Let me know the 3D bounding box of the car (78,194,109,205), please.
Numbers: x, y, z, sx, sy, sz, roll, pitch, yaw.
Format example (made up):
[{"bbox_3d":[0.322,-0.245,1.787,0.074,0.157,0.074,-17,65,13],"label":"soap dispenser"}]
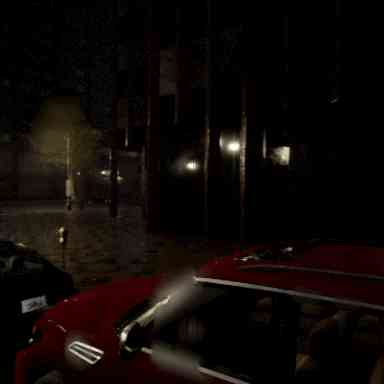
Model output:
[{"bbox_3d":[-14.160,1.017,48.099,1.837,1.490,4.892,1,1,35],"label":"car"}]

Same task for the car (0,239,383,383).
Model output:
[{"bbox_3d":[0.820,1.306,2.379,5.009,1.841,2.192,1,1,35],"label":"car"}]
